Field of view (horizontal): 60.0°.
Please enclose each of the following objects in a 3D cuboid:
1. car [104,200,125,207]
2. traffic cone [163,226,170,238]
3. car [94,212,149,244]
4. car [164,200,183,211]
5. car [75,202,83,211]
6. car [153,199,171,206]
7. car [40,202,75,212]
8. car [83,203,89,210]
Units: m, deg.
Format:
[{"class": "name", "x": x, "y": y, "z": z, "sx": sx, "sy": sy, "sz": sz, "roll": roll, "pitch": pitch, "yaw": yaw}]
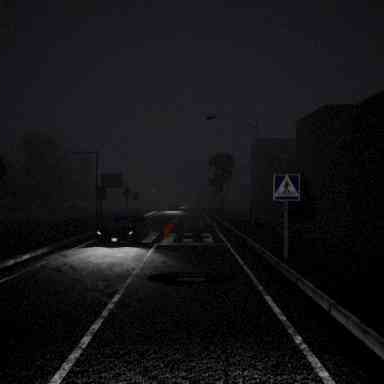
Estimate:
[{"class": "car", "x": -21.735, "y": 3.252, "z": 91.543, "sx": 5.008, "sy": 1.535, "sz": 2.097, "roll": 0, "pitch": -1, "yaw": 0}, {"class": "traffic cone", "x": -1.369, "y": 2.138, "z": 17.774, "sx": 0.340, "sy": 0.580, "sz": 0.340, "roll": 0, "pitch": -1, "yaw": 0}, {"class": "car", "x": -3.342, "y": 1.713, "z": 16.921, "sx": 2.033, "sy": 1.411, "sz": 5.357, "roll": 0, "pitch": -1, "yaw": 0}, {"class": "car", "x": -3.224, "y": 2.564, "z": 58.528, "sx": 2.128, "sy": 1.511, "sz": 4.902, "roll": 0, "pitch": -1, "yaw": 0}, {"class": "car", "x": -21.849, "y": 2.481, "z": 56.644, "sx": 4.892, "sy": 1.521, "sz": 2.231, "roll": 0, "pitch": -1, "yaw": 0}, {"class": "car", "x": -8.646, "y": 3.324, "z": 94.265, "sx": 4.892, "sy": 1.521, "sz": 2.231, "roll": 0, "pitch": -1, "yaw": 0}, {"class": "car", "x": -21.862, "y": 2.448, "z": 53.368, "sx": 4.674, "sy": 1.452, "sz": 2.002, "roll": 0, "pitch": -1, "yaw": 0}, {"class": "car", "x": -21.849, "y": 2.551, "z": 59.917, "sx": 5.008, "sy": 1.535, "sz": 2.097, "roll": 0, "pitch": -1, "yaw": 0}]
